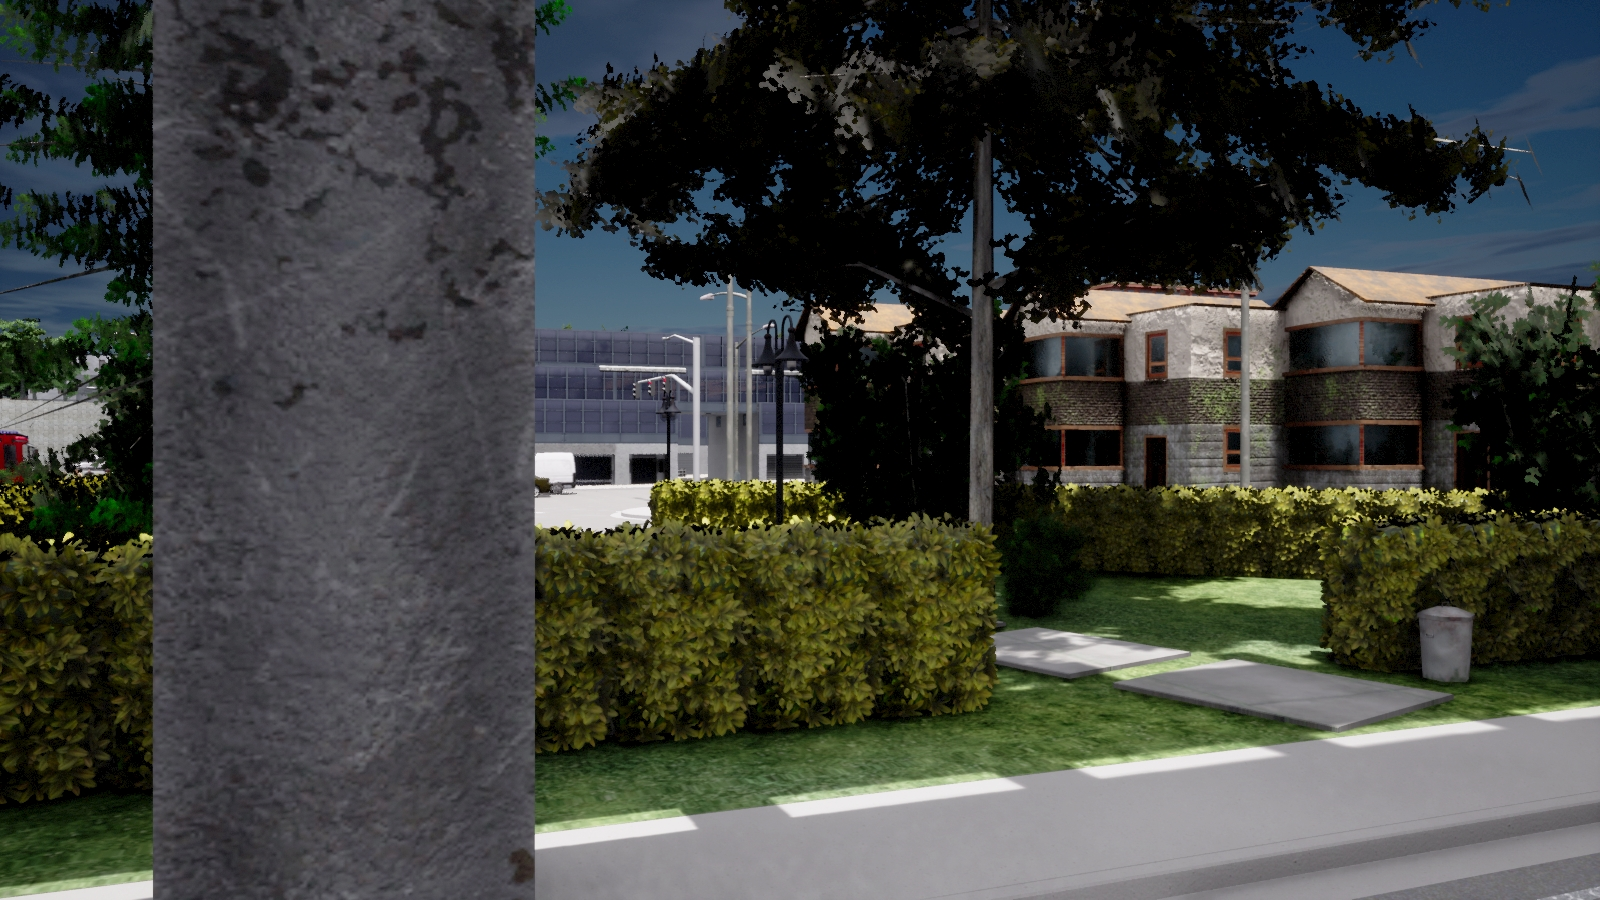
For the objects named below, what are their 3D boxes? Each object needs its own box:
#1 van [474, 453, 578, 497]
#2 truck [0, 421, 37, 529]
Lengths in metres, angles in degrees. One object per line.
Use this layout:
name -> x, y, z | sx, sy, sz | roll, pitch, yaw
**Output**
van -> -16.689, 1.475, 69.535 | 5.915, 2.561, 1.988 | -1, 0, -21
truck -> -30.076, 0.897, 40.820 | 2.891, 3.827, 8.468 | 0, 0, -21
